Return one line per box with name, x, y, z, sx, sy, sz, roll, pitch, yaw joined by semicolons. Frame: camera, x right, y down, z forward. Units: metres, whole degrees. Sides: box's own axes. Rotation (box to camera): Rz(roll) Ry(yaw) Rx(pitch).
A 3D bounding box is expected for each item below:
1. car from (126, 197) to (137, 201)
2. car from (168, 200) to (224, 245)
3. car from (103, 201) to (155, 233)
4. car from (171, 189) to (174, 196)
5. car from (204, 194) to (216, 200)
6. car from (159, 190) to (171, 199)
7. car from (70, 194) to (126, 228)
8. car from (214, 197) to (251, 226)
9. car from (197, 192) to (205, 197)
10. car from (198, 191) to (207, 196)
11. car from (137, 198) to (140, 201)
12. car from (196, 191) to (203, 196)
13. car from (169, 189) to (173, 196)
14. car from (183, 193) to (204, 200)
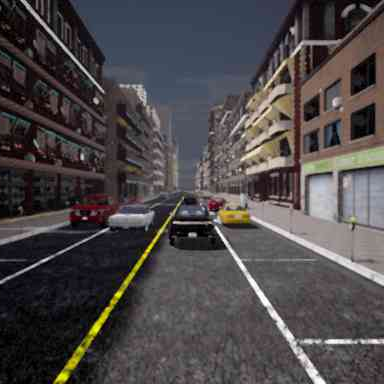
car;-5.864;1.135;26.183;1.967;1.590;4.097;0;1;0
car;0.001;1.322;14.561;2.128;1.511;4.902;0;1;0
car;-3.214;1.387;18.355;1.895;1.301;4.718;0;1;0
car;-6.271;0.516;88.178;1.887;1.381;4.507;0;1;0
car;2.479;1.176;31.872;1.887;1.381;4.507;0;1;0
car;-6.160;0.721;71.270;2.008;1.369;4.403;0;1;0
car;-5.826;1.075;20.547;2.192;1.841;5.009;0;1;0
car;2.552;1.285;20.770;1.752;1.417;4.829;0;1;0
car;2.146;0.604;82.593;1.947;1.339;4.313;0;1;0
car;2.331;0.920;54.414;2.008;1.369;4.403;0;1;0
car;-5.901;1.175;31.821;1.887;1.381;4.507;0;1;0
car;2.072;0.488;93.865;1.802;1.307;4.206;0;1;0
car;-6.198;0.654;76.907;2.008;1.369;4.403;0;1;0
car;-0.113;1.154;32.028;1.812;1.442;4.674;0;1;0
